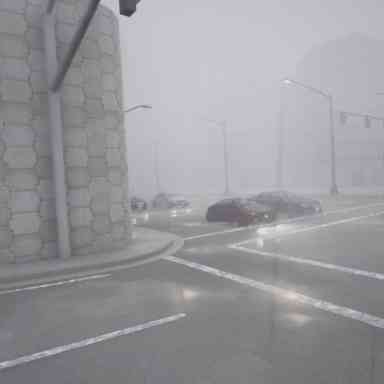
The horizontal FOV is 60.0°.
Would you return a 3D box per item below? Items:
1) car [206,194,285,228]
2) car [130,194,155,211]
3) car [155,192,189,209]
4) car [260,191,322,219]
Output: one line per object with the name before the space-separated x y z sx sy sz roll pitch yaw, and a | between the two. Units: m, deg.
car | 2.537 1.013 17.923 1.994 1.385 4.181 -5 3 -34
car | -5.695 0.932 29.661 2.128 1.511 4.902 -5 3 -35
car | -2.116 0.733 30.649 1.812 1.442 4.674 -5 3 -35
car | 5.394 0.696 20.163 2.128 1.511 4.902 -5 3 -37
